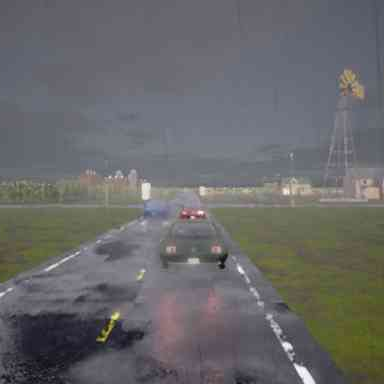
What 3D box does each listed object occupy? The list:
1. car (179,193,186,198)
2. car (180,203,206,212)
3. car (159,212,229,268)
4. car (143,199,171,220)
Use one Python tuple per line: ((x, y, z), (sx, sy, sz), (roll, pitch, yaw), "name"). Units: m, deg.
((-2.731, 1.042, 95.300), (1.837, 1.490, 4.892), (0, 0, 0), "car")
((0.065, 1.497, 25.738), (1.895, 1.301, 4.718), (0, 0, 0), "car")
((0.064, 1.558, 11.096), (1.895, 1.301, 4.718), (0, 0, 0), "car")
((-2.822, 1.367, 27.272), (1.882, 1.535, 5.008), (0, 0, 0), "car")
